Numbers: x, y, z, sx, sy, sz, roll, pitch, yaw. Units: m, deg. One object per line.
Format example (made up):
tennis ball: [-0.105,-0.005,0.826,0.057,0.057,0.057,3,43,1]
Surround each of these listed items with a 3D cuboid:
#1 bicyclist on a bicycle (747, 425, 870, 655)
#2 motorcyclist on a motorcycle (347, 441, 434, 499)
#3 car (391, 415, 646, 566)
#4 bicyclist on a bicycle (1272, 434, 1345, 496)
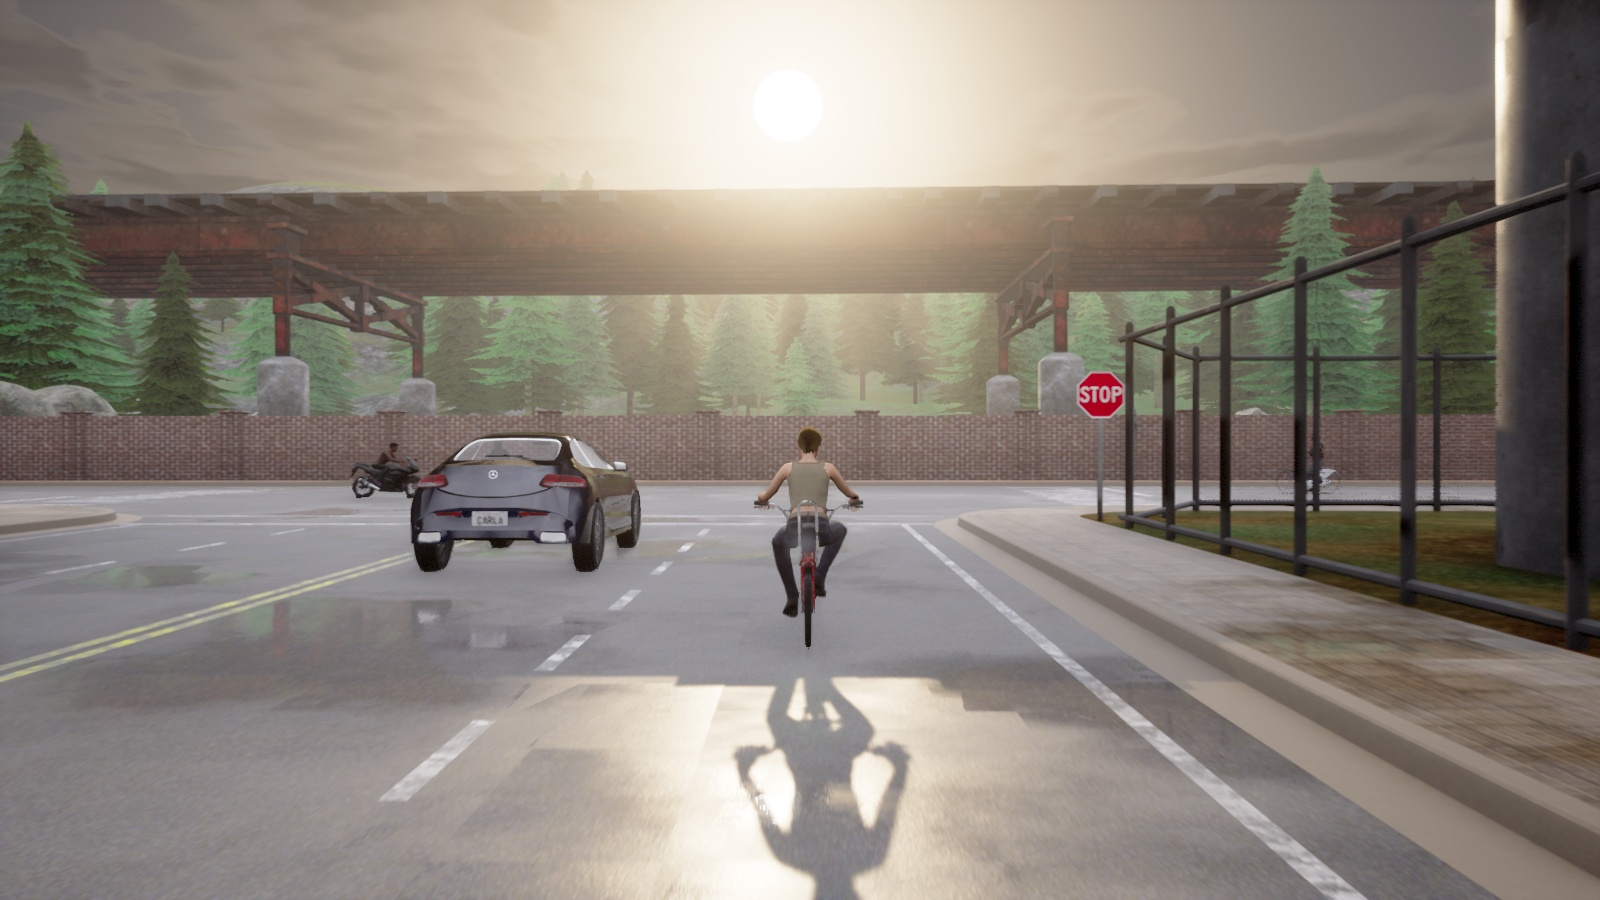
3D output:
bicyclist on a bicycle: [0.065,0.629,9.593,0.866,1.612,1.509,0,0,1]
motorcyclist on a motorcycle: [-10.901,0.530,33.486,2.044,1.523,0.797,0,0,1]
car: [-3.392,0.431,16.271,2.152,1.651,5.027,0,0,0]
bicyclist on a bicycle: [14.736,0.424,36.413,1.843,1.776,0.659,0,0,1]
